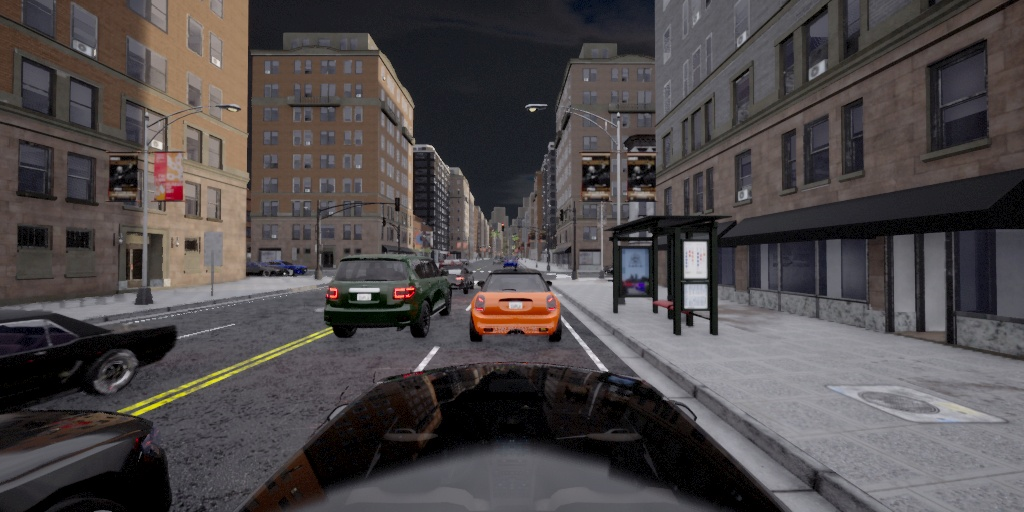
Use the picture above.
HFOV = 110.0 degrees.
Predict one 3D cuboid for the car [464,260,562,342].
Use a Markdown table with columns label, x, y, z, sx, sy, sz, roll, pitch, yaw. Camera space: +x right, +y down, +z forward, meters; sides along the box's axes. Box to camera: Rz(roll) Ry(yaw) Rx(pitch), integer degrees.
| label | x | y | z | sx | sy | sz | roll | pitch | yaw |
| --- | --- | --- | --- | --- | --- | --- | --- | --- | --- |
| car | 0.077 | 1.105 | 9.973 | 2.097 | 1.767 | 4.553 | 0 | 0 | 0 |

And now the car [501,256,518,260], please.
| label | x | y | z | sx | sy | sz | roll | pitch | yaw |
| --- | --- | --- | --- | --- | --- | --- | --- | --- | --- |
| car | -0.161 | 0.994 | 59.189 | 2.150 | 2.045 | 5.566 | 0 | 0 | 1 |

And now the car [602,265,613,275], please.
| label | x | y | z | sx | sy | sz | roll | pitch | yaw |
| --- | --- | --- | --- | --- | --- | --- | --- | --- | --- |
| car | 12.836 | 1.386 | 38.902 | 5.357 | 1.411 | 2.033 | 0 | -1 | -4 |

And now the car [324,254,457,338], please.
| label | x | y | z | sx | sy | sz | roll | pitch | yaw |
| --- | --- | --- | --- | --- | --- | --- | --- | --- | --- |
| car | -3.174 | 0.974 | 10.357 | 2.150 | 2.045 | 5.566 | 0 | 0 | 0 |

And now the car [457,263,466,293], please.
| label | x | y | z | sx | sy | sz | roll | pitch | yaw |
| --- | --- | --- | --- | --- | --- | --- | --- | --- | --- |
| car | -3.205 | 1.283 | 20.064 | 1.812 | 1.442 | 4.674 | 0 | 0 | 0 |

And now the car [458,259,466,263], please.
| label | x | y | z | sx | sy | sz | roll | pitch | yaw |
| --- | --- | --- | --- | --- | --- | --- | --- | --- | --- |
| car | -9.977 | 1.296 | 64.347 | 1.812 | 1.442 | 4.674 | 0 | 0 | 0 |

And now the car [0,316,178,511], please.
| label | x | y | z | sx | sy | sz | roll | pitch | yaw |
| --- | --- | --- | --- | --- | --- | --- | --- | --- | --- |
| car | -3.144 | 1.241 | 0.320 | 2.128 | 1.511 | 4.902 | 0 | 0 | 0 |

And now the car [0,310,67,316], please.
| label | x | y | z | sx | sy | sz | roll | pitch | yaw |
| --- | --- | --- | --- | --- | --- | --- | --- | --- | --- |
| car | -6.603 | 1.351 | 3.819 | 1.895 | 1.301 | 4.718 | 0 | 0 | 0 |

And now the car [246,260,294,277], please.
| label | x | y | z | sx | sy | sz | roll | pitch | yaw |
| --- | --- | --- | --- | --- | --- | --- | --- | --- | --- |
| car | -22.928 | 1.177 | 31.959 | 5.357 | 1.411 | 2.033 | 0 | -1 | 0 |

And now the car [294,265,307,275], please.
| label | x | y | z | sx | sy | sz | roll | pitch | yaw |
| --- | --- | --- | --- | --- | --- | --- | --- | --- | --- |
| car | -22.799 | 1.151 | 35.209 | 5.008 | 1.535 | 1.882 | 0 | -1 | 0 |
